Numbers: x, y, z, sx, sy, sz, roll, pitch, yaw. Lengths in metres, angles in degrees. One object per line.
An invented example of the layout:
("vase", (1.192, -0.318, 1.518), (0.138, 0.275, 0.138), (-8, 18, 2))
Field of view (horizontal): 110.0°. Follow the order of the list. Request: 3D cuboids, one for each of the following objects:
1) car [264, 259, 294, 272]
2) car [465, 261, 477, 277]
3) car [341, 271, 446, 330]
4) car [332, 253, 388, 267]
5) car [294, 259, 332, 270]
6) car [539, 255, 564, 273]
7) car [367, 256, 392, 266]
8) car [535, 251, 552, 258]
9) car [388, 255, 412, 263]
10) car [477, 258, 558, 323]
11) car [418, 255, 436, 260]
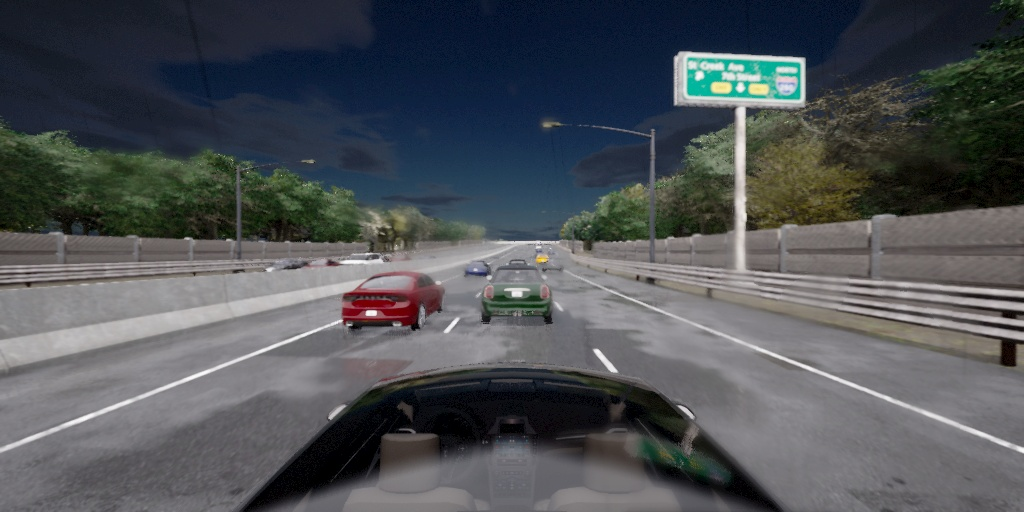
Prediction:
("car", (-20.633, 1.013, 33.175), (2.128, 1.511, 4.902), (0, 1, 2))
("car", (-2.969, 1.100, 31.892), (1.994, 1.385, 4.181), (0, 1, 2))
("car", (-3.342, 1.204, 11.052), (1.882, 1.535, 5.008), (0, 0, 0))
("car", (-13.651, 0.748, 32.697), (2.150, 2.045, 5.566), (0, 1, 2))
("car", (-17.154, 1.055, 32.473), (1.812, 1.442, 4.674), (0, 1, 2))
("car", (4.021, 0.876, 35.521), (1.994, 1.385, 4.181), (0, 1, 2))
("car", (-19.827, 0.690, 53.851), (1.994, 1.385, 4.181), (0, 1, 3))
("car", (4.917, 0.453, 57.955), (1.882, 1.535, 5.008), (0, 2, 3))
("car", (-16.364, 0.617, 53.177), (1.882, 1.535, 5.008), (0, 1, 3))
("car", (0.170, 1.073, 12.182), (2.097, 1.767, 4.553), (0, 0, 1))
("car", (-12.812, 0.606, 54.076), (2.128, 1.511, 4.902), (0, 1, 3))
